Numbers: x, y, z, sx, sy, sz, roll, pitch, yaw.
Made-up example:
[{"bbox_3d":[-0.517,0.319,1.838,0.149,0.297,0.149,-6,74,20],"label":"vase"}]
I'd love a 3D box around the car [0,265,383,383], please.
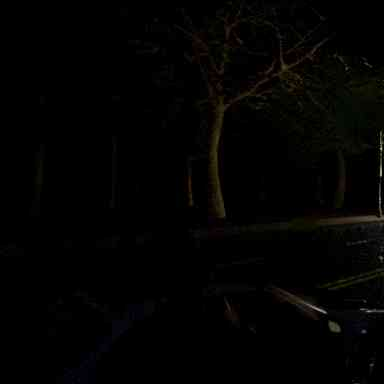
[{"bbox_3d":[0.044,1.548,3.470,5.357,1.411,2.033,0,0,-36],"label":"car"}]
